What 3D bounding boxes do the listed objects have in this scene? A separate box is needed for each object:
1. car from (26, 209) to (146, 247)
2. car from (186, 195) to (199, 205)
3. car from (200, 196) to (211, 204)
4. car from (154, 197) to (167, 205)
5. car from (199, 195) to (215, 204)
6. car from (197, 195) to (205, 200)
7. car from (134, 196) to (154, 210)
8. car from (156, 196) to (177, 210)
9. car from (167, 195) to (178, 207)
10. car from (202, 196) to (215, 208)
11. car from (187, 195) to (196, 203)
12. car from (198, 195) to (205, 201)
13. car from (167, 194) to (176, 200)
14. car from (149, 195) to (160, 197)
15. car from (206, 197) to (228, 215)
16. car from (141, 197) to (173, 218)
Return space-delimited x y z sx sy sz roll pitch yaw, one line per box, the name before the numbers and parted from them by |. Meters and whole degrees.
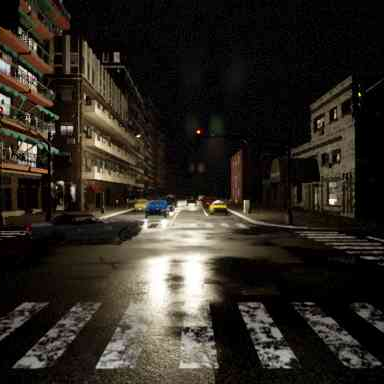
car | -4.755 1.598 14.944 4.718 1.301 1.895 0 0 -32
car | -0.072 1.597 60.199 2.033 1.411 5.357 0 0 0
car | 2.612 1.611 67.048 2.008 1.369 4.403 0 0 0
car | -5.762 1.602 61.498 2.008 1.369 4.403 0 0 0
car | 2.633 1.351 50.431 2.192 1.841 5.009 0 0 0
car | 2.578 1.668 94.744 2.008 1.369 4.403 0 0 0
car | -5.735 1.548 39.171 1.752 1.417 4.829 0 0 0
car | -3.130 1.550 39.950 1.812 1.442 4.674 0 0 0
car | -3.135 1.540 50.018 1.837 1.490 4.892 0 0 0
car | 2.639 1.611 44.891 1.802 1.307 4.206 0 0 0
car | -0.084 1.434 70.619 1.882 1.535 5.008 0 0 0
car | 2.584 1.631 89.375 1.752 1.417 4.829 0 0 0
car | -5.802 1.433 94.734 2.192 1.841 5.009 0 0 0
car | -5.748 1.351 50.420 2.192 1.841 5.009 0 0 0
car | 2.652 1.544 33.983 1.752 1.417 4.829 0 0 0
car | -3.136 1.493 30.672 1.882 1.535 5.008 0 0 0
